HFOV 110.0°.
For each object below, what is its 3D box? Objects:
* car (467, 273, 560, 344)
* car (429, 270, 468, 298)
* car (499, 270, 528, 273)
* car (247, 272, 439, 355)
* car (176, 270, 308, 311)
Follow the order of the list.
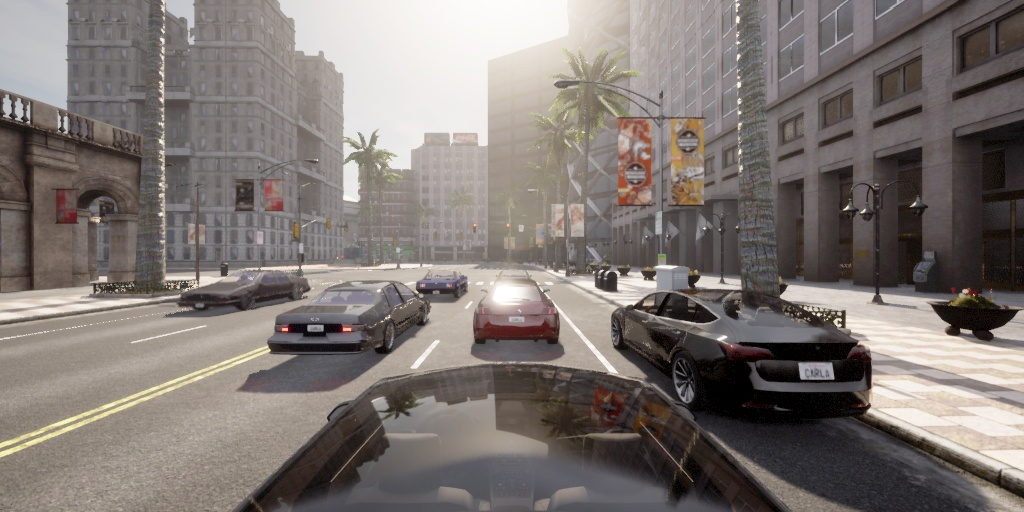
[{"bbox_3d":[0.096,1.314,9.610,1.994,1.385,4.181,0,0,0],"label":"car"},{"bbox_3d":[-3.410,1.351,18.374,1.895,1.301,4.718,0,0,0],"label":"car"},{"bbox_3d":[0.090,1.351,18.418,1.895,1.301,4.718,0,0,0],"label":"car"},{"bbox_3d":[-3.406,1.297,8.725,2.033,1.411,5.357,0,0,0],"label":"car"},{"bbox_3d":[-10.560,1.298,14.804,2.033,1.411,5.357,0,0,0],"label":"car"}]
